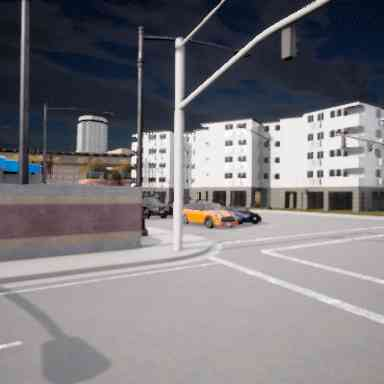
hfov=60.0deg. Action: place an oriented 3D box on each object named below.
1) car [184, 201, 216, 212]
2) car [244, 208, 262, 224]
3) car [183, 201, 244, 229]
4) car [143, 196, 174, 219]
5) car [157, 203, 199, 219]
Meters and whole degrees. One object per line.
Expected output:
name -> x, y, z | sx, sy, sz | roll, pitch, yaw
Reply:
car -> 1.027, 1.923, 46.021 | 4.181, 1.385, 1.994 | 0, -1, 43
car -> 3.522, 1.800, 26.342 | 1.994, 1.385, 4.181 | 1, -1, -35
car -> 1.200, 1.542, 23.586 | 2.097, 1.767, 4.553 | 1, -1, -33
car -> -4.387, 1.411, 31.307 | 2.150, 2.045, 5.566 | 1, -1, -40
car -> -1.465, 1.799, 33.113 | 1.994, 1.385, 4.181 | 1, -1, -40
